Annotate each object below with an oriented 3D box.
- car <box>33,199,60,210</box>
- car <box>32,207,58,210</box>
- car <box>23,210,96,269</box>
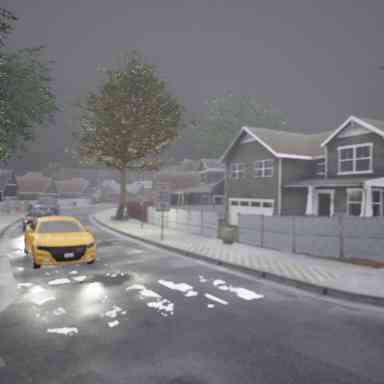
[{"bbox_3d":[-14.480,1.678,33.223,2.150,2.045,5.566,1,-1,-17],"label":"car"},{"bbox_3d":[-10.352,1.907,22.612,1.895,1.301,4.718,1,-1,-24],"label":"car"},{"bbox_3d":[-4.911,1.646,12.106,1.882,1.535,5.008,1,-1,-30],"label":"car"}]
